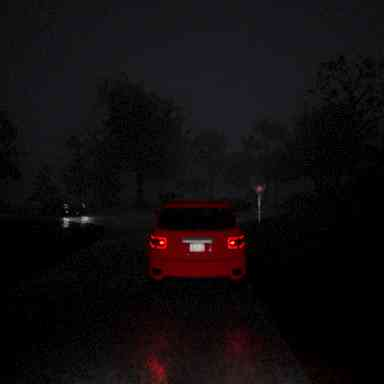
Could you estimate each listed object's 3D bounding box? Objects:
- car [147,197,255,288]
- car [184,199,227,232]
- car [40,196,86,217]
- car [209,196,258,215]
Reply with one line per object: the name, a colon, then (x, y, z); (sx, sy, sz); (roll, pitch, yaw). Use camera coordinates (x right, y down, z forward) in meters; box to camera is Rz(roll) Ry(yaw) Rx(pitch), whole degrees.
car: (0.131, 1.146, 9.182); (2.150, 2.045, 5.566); (0, 1, 1)
car: (0.980, 1.309, 20.206); (1.882, 1.535, 5.008); (0, 1, 11)
car: (-11.058, 1.114, 28.531); (4.553, 1.767, 2.097); (0, 1, 40)
car: (4.063, 1.239, 31.966); (4.892, 1.490, 1.837); (0, 2, -41)
